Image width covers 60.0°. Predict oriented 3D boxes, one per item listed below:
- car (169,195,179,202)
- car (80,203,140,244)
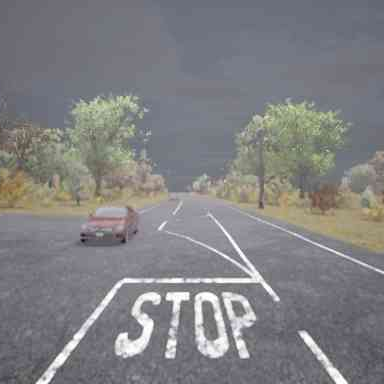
[{"bbox_3d":[-3.855,1.334,70.958,1.994,1.385,4.181,0,0,0],"label":"car"},{"bbox_3d":[-3.478,1.276,14.874,1.812,1.442,4.674,1,2,0],"label":"car"}]
